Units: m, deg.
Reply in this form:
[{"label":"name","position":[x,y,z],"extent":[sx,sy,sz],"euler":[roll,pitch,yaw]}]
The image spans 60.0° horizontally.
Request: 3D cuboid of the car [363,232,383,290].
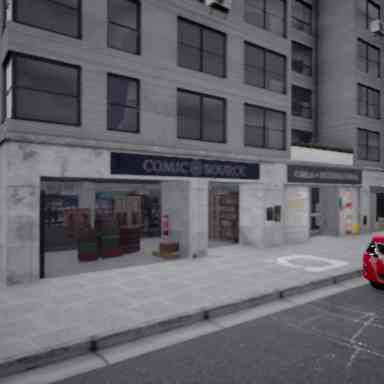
[{"label":"car","position":[6.354,1.222,7.915],"extent":[5.566,2.045,2.150],"euler":[0,0,-36]}]
